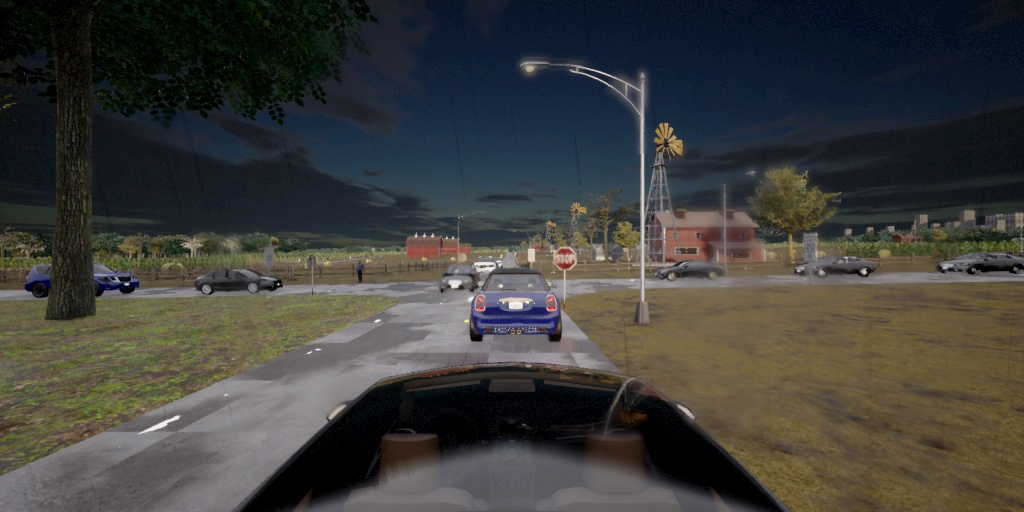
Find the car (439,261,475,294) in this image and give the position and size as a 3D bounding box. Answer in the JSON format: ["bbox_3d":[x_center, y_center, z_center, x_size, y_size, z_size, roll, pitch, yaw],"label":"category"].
[{"bbox_3d":[-2.878,1.259,20.503,2.128,1.511,4.902,0,0,0],"label":"car"}]

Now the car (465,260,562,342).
[{"bbox_3d":[0.085,1.104,9.976,2.097,1.767,4.553,0,0,0],"label":"car"}]

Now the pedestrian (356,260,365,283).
[{"bbox_3d":[-12.195,1.215,28.764,0.375,1.860,0.375,0,2,0],"label":"pedestrian"}]

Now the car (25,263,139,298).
[{"bbox_3d":[-27.286,1.499,22.845,5.566,2.045,2.150,-1,1,0],"label":"car"}]

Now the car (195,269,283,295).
[{"bbox_3d":[-17.291,1.598,22.814,4.892,1.490,1.837,-1,1,0],"label":"car"}]

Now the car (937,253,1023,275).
[{"bbox_3d":[33.384,0.542,25.558,4.902,1.511,2.128,-1,1,0],"label":"car"}]

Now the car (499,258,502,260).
[{"bbox_3d":[-2.909,1.454,52.603,2.033,1.411,5.357,0,0,0],"label":"car"}]

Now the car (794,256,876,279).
[{"bbox_3d":[22.967,0.755,25.608,4.902,1.511,2.128,-1,1,0],"label":"car"}]

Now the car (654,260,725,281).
[{"bbox_3d":[12.658,0.994,25.690,4.674,1.442,1.812,-1,1,2],"label":"car"}]

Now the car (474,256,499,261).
[{"bbox_3d":[-2.908,1.042,39.250,2.150,2.045,5.566,0,0,0],"label":"car"}]
